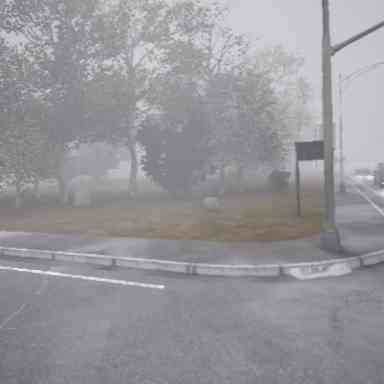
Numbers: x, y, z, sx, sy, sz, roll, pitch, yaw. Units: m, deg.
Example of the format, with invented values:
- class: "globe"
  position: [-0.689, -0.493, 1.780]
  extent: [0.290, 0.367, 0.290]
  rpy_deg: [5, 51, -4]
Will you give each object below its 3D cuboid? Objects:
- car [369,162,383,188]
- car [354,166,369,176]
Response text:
- class: "car"
  position: [15.893, -1.369, 26.516]
  extent: [2.150, 2.045, 5.566]
  rpy_deg: [-1, 6, 22]
- class: "car"
  position: [25.091, -3.153, 49.180]
  extent: [1.895, 1.301, 4.718]
  rpy_deg: [-1, 4, 22]
